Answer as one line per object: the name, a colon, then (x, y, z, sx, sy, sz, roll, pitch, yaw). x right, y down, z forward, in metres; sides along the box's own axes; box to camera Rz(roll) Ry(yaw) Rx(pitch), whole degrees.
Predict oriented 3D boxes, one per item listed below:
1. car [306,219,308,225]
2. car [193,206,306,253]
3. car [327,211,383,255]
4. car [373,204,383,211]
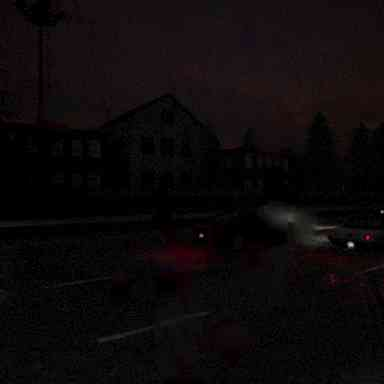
car: (5.056, 1.573, 20.266, 4.674, 1.442, 1.812, 0, 0, -36)
car: (2.369, 1.508, 14.038, 5.008, 1.535, 1.882, 0, 0, -35)
car: (7.634, 1.643, 13.489, 4.718, 1.301, 1.895, 0, 0, -35)
car: (17.723, 1.658, 29.280, 4.181, 1.385, 1.994, 0, 0, -35)
